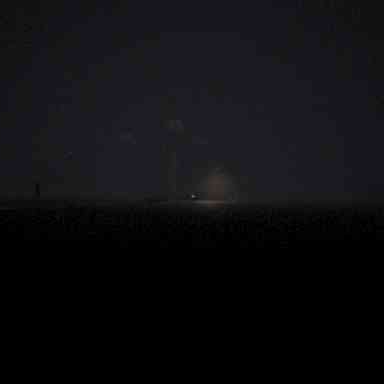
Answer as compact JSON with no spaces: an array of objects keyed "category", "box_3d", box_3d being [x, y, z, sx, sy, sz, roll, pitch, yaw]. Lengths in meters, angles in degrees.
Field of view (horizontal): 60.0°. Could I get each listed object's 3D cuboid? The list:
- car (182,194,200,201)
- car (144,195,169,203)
[{"category":"car","box_3d":[-0.217,1.192,71.210,1.837,1.490,4.892,1,0,35]},{"category":"car","box_3d":[-6.660,1.320,62.074,2.033,1.411,5.357,1,1,36]}]
